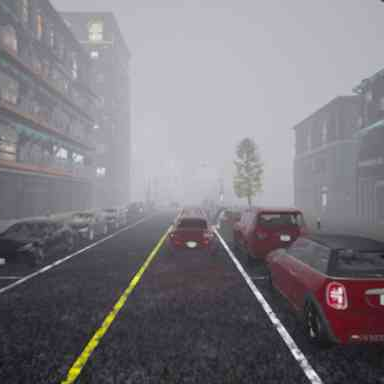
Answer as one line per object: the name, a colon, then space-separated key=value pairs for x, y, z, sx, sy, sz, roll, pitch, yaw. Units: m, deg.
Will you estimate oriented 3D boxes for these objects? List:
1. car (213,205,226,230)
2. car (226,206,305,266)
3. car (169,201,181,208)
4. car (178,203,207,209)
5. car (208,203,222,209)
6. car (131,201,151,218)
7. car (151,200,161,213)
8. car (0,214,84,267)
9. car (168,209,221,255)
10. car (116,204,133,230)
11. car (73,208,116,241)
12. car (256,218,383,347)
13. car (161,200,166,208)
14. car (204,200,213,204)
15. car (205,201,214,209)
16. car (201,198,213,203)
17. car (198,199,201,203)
car: x=2.689 y=1.832 z=23.066 sx=1.802 sy=1.307 sz=4.206 roll=0 pitch=-1 yaw=0
car: x=2.691 y=1.443 z=11.993 sx=2.192 sy=1.841 sz=5.009 roll=0 pitch=-1 yaw=0
car: x=-3.058 y=2.253 z=60.041 sx=1.994 sy=1.385 sz=4.181 roll=0 pitch=-1 yaw=0
car: x=0.014 y=1.911 z=28.248 sx=1.895 sy=1.301 sz=4.718 roll=0 pitch=-1 yaw=0
car: x=2.688 y=1.880 z=28.605 sx=1.947 sy=1.339 sz=4.313 roll=0 pitch=-1 yaw=0
car: x=-5.693 y=1.820 z=34.144 sx=1.967 sy=1.590 sz=4.097 roll=0 pitch=-1 yaw=0
car: x=-5.694 y=1.952 z=45.222 sx=1.967 sy=1.590 sz=4.097 roll=0 pitch=-1 yaw=0
car: x=-5.690 y=1.694 z=11.989 sx=1.947 sy=1.339 sz=4.313 roll=0 pitch=-1 yaw=0
car: x=0.023 y=1.674 z=13.875 sx=1.812 sy=1.442 sz=4.674 roll=0 pitch=0 yaw=1
car: x=-5.692 y=1.801 z=23.065 sx=2.008 sy=1.369 sz=4.403 roll=0 pitch=-1 yaw=0
car: x=-5.691 y=1.739 z=17.527 sx=2.008 sy=1.369 sz=4.403 roll=0 pitch=-1 yaw=0
car: x=2.691 y=1.510 z=6.452 sx=1.967 sy=1.590 sz=4.097 roll=0 pitch=-1 yaw=0
car: x=-5.697 y=2.234 z=61.669 sx=1.752 sy=1.417 sz=4.829 roll=0 pitch=-1 yaw=0
car: x=2.687 y=2.012 z=39.682 sx=1.947 sy=1.339 sz=4.313 roll=0 pitch=-1 yaw=0
car: x=2.687 y=1.931 z=34.143 sx=2.008 sy=1.369 sz=4.403 roll=0 pitch=-1 yaw=0
car: x=2.686 y=2.106 z=50.931 sx=1.752 sy=1.417 sz=4.829 roll=0 pitch=-1 yaw=0
car: x=2.685 y=1.959 z=56.303 sx=2.192 sy=1.841 sz=5.009 roll=0 pitch=-1 yaw=0
